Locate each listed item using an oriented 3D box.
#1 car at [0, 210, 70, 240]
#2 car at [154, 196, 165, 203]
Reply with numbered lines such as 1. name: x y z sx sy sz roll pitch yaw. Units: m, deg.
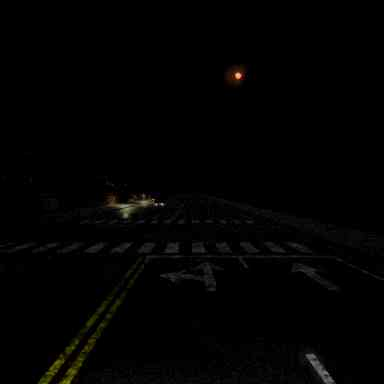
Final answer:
1. car: -8.597 1.553 15.494 5.357 1.411 2.033 0 0 -33
2. car: -6.447 1.508 66.275 2.033 1.411 5.357 0 0 0
